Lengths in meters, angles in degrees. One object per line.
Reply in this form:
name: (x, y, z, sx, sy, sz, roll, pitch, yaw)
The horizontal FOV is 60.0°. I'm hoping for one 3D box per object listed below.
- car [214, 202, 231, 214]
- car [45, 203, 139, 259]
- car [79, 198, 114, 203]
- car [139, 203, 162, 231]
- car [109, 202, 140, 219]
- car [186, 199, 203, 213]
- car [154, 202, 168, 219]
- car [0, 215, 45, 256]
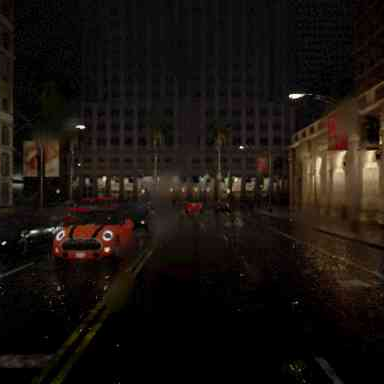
car: (3.758, 1.902, 41.336, 2.033, 1.411, 5.357, 0, 0, 1)
car: (-3.590, 1.464, 12.973, 2.097, 1.767, 4.553, 0, 0, 0)
car: (-7.001, 1.426, 23.780, 2.150, 2.045, 5.566, 0, 0, 1)
car: (-3.529, 1.740, 22.443, 2.033, 1.411, 5.357, 0, 0, 1)
car: (-6.857, 1.841, 34.205, 2.033, 1.411, 5.357, 0, 0, 1)
car: (0.297, 1.725, 43.464, 2.097, 1.767, 4.553, 0, 0, 1)
car: (-3.374, 1.771, 32.542, 2.128, 1.511, 4.902, 0, 0, 1)
car: (-7.097, 1.667, 13.902, 2.033, 1.411, 5.357, 0, 0, 0)
